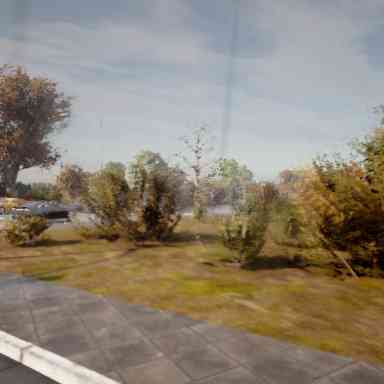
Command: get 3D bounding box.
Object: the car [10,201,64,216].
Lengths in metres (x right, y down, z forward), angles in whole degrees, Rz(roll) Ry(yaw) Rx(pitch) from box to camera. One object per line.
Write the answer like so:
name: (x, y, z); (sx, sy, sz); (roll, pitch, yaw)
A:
car: (-14.724, 1.572, 31.945); (1.895, 1.301, 4.718); (1, -2, 21)

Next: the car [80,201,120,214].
car: (-11.214, 1.944, 41.043); (2.033, 1.411, 5.357); (1, -2, 21)

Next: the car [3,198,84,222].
car: (-10.284, 1.397, 23.606); (2.128, 1.511, 4.902); (1, -1, 22)

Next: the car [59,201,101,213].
car: (-14.275, 1.909, 42.812); (2.033, 1.411, 5.357); (1, -2, 21)

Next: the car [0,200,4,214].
car: (-18.040, 1.383, 33.072); (1.882, 1.535, 5.008); (1, -2, 21)
